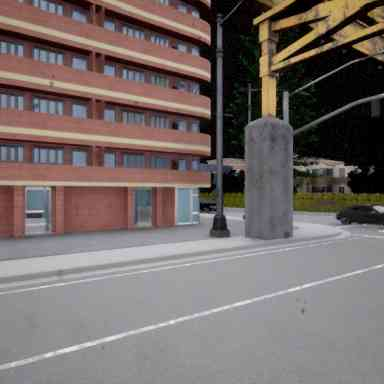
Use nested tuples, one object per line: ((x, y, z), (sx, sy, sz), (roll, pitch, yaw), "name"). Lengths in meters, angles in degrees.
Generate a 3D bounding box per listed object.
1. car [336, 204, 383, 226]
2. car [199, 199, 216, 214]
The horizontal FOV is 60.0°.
((11.578, 1.525, 21.335), (1.812, 1.442, 4.674), (0, 0, -31), "car")
((1.370, 1.491, 36.140), (2.128, 1.511, 4.902), (0, 0, -35), "car")
